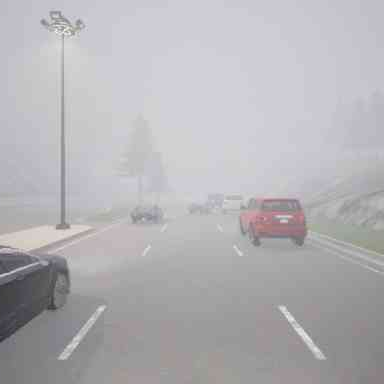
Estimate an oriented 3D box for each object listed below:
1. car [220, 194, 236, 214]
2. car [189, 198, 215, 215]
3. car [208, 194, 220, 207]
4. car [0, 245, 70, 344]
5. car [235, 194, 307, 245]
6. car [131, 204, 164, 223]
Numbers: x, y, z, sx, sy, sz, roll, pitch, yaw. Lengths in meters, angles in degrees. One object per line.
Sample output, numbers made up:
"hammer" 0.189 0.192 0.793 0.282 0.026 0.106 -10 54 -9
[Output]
"car" 4.475 1.231 34.843 2.150 2.045 5.566 0 0 9
"car" 0.952 1.612 34.433 1.895 1.301 4.718 0 0 9
"car" 3.431 1.236 44.489 2.150 2.045 5.566 0 0 16
"car" -3.398 1.493 4.859 2.128 1.511 4.902 0 0 0
"car" 3.603 1.227 15.668 2.150 2.045 5.566 0 0 0
"car" -3.314 1.609 25.574 1.895 1.301 4.718 0 0 1
